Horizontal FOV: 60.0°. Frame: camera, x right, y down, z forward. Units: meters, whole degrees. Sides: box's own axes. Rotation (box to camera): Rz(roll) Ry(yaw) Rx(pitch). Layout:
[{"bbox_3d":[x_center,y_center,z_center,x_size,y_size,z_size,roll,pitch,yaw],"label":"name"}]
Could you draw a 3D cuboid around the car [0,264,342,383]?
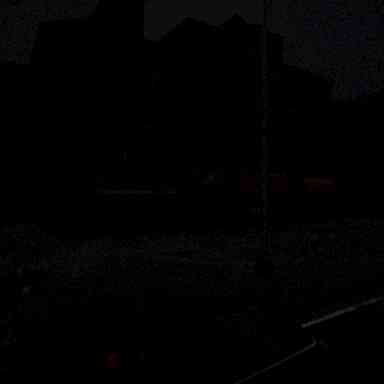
[{"bbox_3d":[-0.803,1.445,2.244,4.097,1.590,1.967,1,-1,-35],"label":"car"}]
